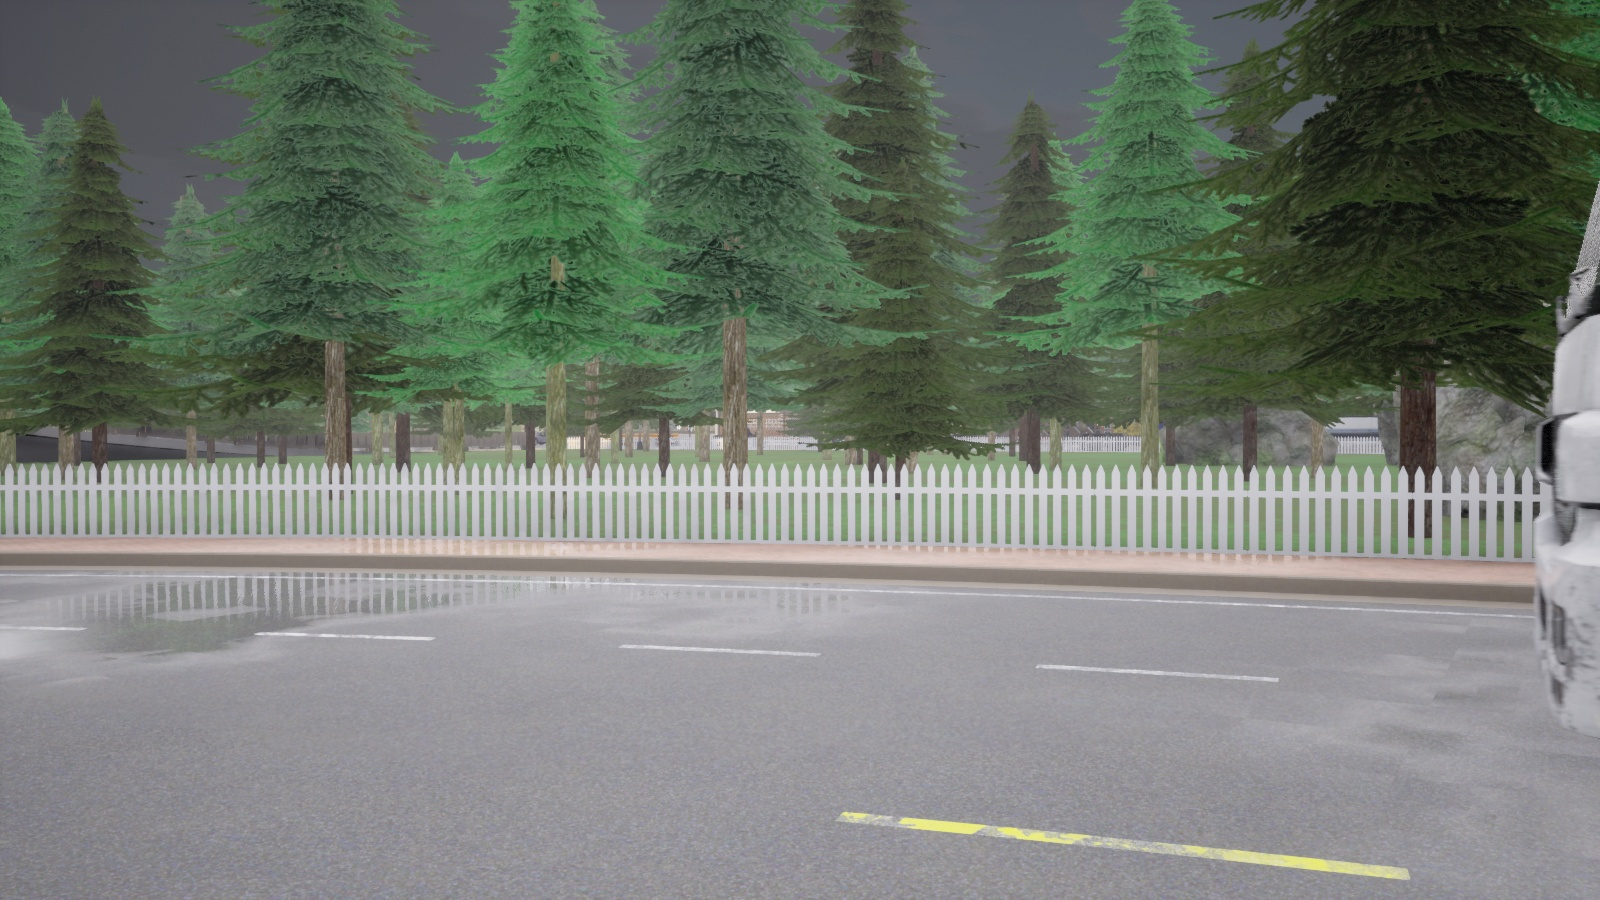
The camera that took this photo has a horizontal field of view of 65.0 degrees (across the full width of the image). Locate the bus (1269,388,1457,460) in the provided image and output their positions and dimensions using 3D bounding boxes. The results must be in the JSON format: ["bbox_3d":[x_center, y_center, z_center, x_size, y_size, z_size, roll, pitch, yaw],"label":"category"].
[{"bbox_3d":[35.381,-1.628,79.101,10.273,4.253,3.944,1,1,33],"label":"bus"}]

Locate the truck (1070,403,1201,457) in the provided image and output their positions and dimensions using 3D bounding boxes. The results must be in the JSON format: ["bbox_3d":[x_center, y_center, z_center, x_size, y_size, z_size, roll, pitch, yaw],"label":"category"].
[{"bbox_3d":[22.241,-1.352,83.439,7.936,3.462,2.891,1,1,33],"label":"truck"}]

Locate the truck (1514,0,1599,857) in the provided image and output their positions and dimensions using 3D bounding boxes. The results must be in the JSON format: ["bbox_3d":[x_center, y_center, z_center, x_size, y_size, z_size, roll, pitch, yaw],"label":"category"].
[{"bbox_3d":[6.961,-0.195,4.121,7.936,3.462,2.891,1,1,28],"label":"truck"}]
